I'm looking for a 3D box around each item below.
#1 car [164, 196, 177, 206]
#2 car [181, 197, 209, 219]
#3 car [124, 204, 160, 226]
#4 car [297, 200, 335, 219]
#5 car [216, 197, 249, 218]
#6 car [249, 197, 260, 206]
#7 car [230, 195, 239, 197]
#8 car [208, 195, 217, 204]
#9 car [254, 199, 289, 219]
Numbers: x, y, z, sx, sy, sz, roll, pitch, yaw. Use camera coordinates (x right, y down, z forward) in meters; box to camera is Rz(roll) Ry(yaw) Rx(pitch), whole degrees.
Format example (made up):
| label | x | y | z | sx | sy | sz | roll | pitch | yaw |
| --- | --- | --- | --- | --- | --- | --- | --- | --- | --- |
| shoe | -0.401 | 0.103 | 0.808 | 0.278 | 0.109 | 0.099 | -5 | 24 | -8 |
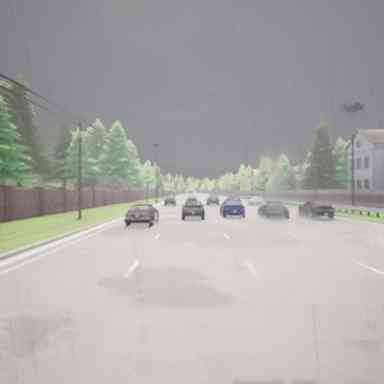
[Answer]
| label | x | y | z | sx | sy | sz | roll | pitch | yaw |
| --- | --- | --- | --- | --- | --- | --- | --- | --- | --- |
| car | -3.502 | 1.476 | 53.741 | 1.837 | 1.490 | 4.892 | 0 | 0 | 0 |
| car | 0.099 | 1.476 | 28.644 | 2.128 | 1.511 | 4.902 | 0 | 0 | 0 |
| car | -3.401 | 1.535 | 23.218 | 2.033 | 1.411 | 5.357 | 0 | 0 | 0 |
| car | 10.599 | 1.489 | 28.709 | 1.837 | 1.490 | 4.892 | 0 | 0 | 0 |
| car | 3.597 | 1.461 | 30.317 | 1.882 | 1.535 | 5.008 | 0 | 0 | 0 |
| car | 10.510 | 1.495 | 55.603 | 1.812 | 1.442 | 4.674 | 0 | 0 | 0 |
| car | 7.011 | 1.321 | 55.563 | 2.097 | 1.767 | 4.553 | 0 | 0 | 0 |
| car | 3.517 | 1.321 | 56.129 | 2.097 | 1.767 | 4.553 | 0 | 0 | 0 |
| car | 7.099 | 1.548 | 29.310 | 1.994 | 1.385 | 4.181 | 0 | 0 | 0 |
